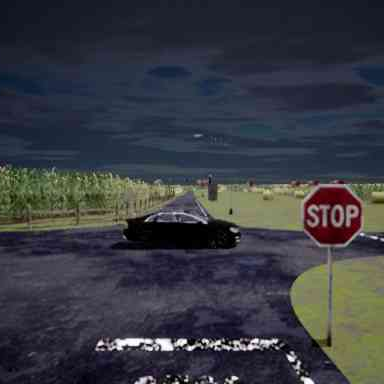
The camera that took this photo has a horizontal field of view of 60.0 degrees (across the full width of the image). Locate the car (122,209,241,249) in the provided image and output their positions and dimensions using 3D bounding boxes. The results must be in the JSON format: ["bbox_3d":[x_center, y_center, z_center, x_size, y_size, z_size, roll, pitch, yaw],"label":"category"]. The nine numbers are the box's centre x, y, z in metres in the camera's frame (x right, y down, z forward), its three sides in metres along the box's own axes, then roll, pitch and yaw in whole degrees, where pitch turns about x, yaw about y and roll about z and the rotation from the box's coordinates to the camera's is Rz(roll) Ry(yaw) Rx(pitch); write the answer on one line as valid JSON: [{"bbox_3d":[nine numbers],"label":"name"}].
[{"bbox_3d":[-0.434,1.501,13.958,4.902,1.511,2.128,0,1,-1],"label":"car"}]
